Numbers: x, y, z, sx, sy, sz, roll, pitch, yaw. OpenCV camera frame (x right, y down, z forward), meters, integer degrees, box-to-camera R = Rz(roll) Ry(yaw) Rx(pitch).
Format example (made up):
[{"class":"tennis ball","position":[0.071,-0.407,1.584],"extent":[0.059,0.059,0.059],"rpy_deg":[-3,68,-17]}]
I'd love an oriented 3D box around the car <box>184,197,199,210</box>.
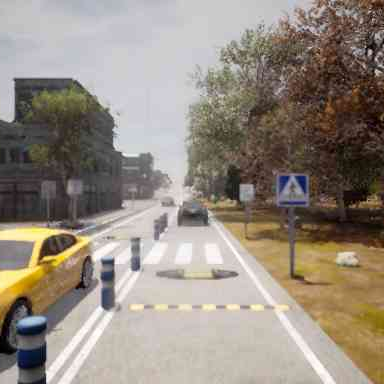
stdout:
[{"class":"car","position":[-0.047,1.423,42.606],"extent":[1.837,1.490,4.892],"rpy_deg":[0,0,0]}]

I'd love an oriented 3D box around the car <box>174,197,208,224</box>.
[{"class":"car","position":[0.046,1.322,24.272],"extent":[2.097,1.767,4.553],"rpy_deg":[0,0,0]}]

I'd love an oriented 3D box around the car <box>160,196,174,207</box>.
[{"class":"car","position":[-3.528,1.401,49.187],"extent":[1.837,1.490,4.892],"rpy_deg":[0,0,0]}]

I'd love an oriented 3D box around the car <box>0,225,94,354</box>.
[{"class":"car","position":[-3.356,1.477,6.302],"extent":[1.882,1.535,5.008],"rpy_deg":[0,0,0]}]
